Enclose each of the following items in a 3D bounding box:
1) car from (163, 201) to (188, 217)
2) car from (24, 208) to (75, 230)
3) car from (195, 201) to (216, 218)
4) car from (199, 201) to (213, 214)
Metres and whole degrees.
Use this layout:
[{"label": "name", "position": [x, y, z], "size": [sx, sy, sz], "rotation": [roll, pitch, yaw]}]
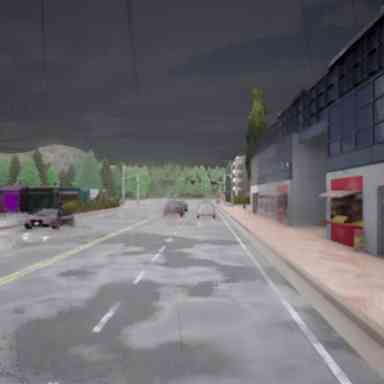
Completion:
[{"label": "car", "position": [-1.941, 1.756, 36.826], "size": [2.097, 1.767, 4.553], "rotation": [0, -1, 2]}, {"label": "car", "position": [-9.646, 1.801, 22.835], "size": [1.994, 1.385, 4.181], "rotation": [0, -1, 3]}, {"label": "car", "position": [1.454, 1.906, 34.157], "size": [1.812, 1.442, 4.674], "rotation": [0, -1, 3]}, {"label": "car", "position": [1.879, 2.000, 44.398], "size": [1.837, 1.490, 4.892], "rotation": [0, 0, 2]}]
